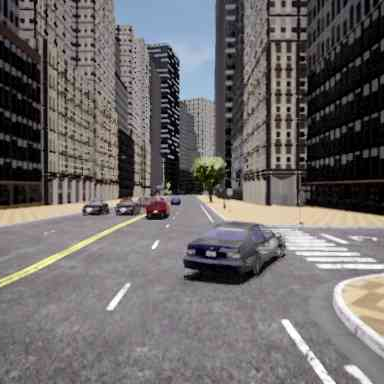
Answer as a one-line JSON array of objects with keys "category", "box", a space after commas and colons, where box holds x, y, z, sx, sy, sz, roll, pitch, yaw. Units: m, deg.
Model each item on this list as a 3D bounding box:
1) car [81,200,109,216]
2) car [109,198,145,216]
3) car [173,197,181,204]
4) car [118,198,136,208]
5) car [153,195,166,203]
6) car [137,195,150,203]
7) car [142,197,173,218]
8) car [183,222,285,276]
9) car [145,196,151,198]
[{"category": "car", "box": [-9.835, 1.578, 34.226, 2.128, 1.511, 4.902, 0, 0, 0]}, {"category": "car", "box": [-6.585, 1.578, 34.249, 2.128, 1.511, 4.902, 0, 0, 0]}, {"category": "car", "box": [-3.136, 1.730, 65.069, 1.994, 1.385, 4.181, 0, 0, 0]}, {"category": "car", "box": [-9.806, 1.655, 50.780, 1.812, 1.442, 4.674, 0, 0, 0]}, {"category": "car", "box": [-6.485, 1.349, 66.442, 2.128, 1.511, 4.902, 0, 0, 0]}, {"category": "car", "box": [-9.736, 1.376, 66.443, 1.994, 1.385, 4.181, 0, 0, 0]}, {"category": "car", "box": [-3.143, 1.559, 31.380, 1.882, 1.535, 5.008, 0, 0, 0]}, {"category": "car", "box": [1.657, 1.698, 11.046, 2.033, 1.411, 5.357, 0, 0, 27]}, {"category": "car", "box": [-6.559, 1.481, 50.817, 2.097, 1.767, 4.553, 0, 0, 0]}]
